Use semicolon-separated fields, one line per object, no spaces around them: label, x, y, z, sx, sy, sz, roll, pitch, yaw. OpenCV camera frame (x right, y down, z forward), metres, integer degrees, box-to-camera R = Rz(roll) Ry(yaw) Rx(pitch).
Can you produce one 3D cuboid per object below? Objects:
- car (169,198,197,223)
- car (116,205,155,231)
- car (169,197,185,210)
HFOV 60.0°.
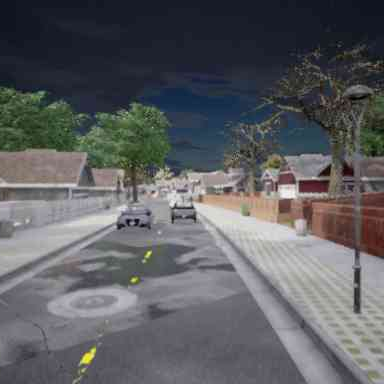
car;-0.657;1.444;25.098;2.128;1.511;4.902;0;0;-3
car;-3.374;1.528;20.428;1.994;1.385;4.181;0;0;-3
car;-1.966;1.454;42.764;1.812;1.442;4.674;0;0;-5
